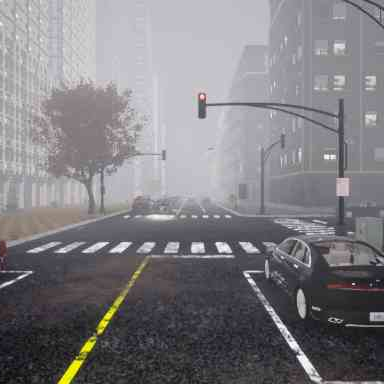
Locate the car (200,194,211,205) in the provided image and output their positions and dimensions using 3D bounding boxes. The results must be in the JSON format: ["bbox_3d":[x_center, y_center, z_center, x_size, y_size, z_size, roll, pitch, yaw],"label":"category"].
[{"bbox_3d":[2.610,1.610,61.425,1.947,1.339,4.313,0,0,0],"label":"car"}]

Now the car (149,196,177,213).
[{"bbox_3d":[-3.147,1.510,37.139,2.128,1.511,4.902,0,0,0],"label":"car"}]

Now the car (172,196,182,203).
[{"bbox_3d":[-3.093,1.533,68.938,1.882,1.535,5.008,0,0,0],"label":"car"}]

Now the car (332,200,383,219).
[{"bbox_3d":[13.391,1.350,26.366,4.403,1.369,2.008,-1,1,-1],"label":"car"}]

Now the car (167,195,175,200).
[{"bbox_3d":[-5.814,1.654,94.552,2.008,1.369,4.403,0,0,0],"label":"car"}]

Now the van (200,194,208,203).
[{"bbox_3d":[2.595,1.402,72.472,1.690,1.788,3.998,0,0,0],"label":"van"}]

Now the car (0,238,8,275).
[{"bbox_3d":[-5.701,1.545,6.936,1.887,1.381,4.507,0,0,0],"label":"car"}]

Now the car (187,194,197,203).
[{"bbox_3d":[-0.089,1.602,68.653,2.033,1.411,5.357,0,0,0],"label":"car"}]

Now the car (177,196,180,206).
[{"bbox_3d":[-3.159,1.630,47.412,1.895,1.301,4.718,0,0,0],"label":"car"}]

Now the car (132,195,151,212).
[{"bbox_3d":[-5.743,1.336,39.324,2.192,1.841,5.009,0,0,0],"label":"car"}]

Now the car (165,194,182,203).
[{"bbox_3d":[-3.154,1.517,57.751,1.882,1.535,5.008,0,0,0],"label":"car"}]

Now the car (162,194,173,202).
[{"bbox_3d":[-5.793,1.385,77.983,2.192,1.841,5.009,0,0,0],"label":"car"}]

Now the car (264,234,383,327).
[{"bbox_3d":[2.679,1.551,6.946,2.008,1.369,4.403,0,0,0],"label":"car"}]

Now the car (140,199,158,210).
[{"bbox_3d":[-5.750,1.592,44.847,1.947,1.339,4.313,0,0,0],"label":"car"}]

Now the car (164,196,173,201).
[{"bbox_3d":[-5.800,1.632,83.507,2.008,1.369,4.403,0,0,0],"label":"car"}]

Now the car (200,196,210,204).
[{"bbox_3d":[2.602,1.578,67.118,1.752,1.417,4.829,0,0,0],"label":"car"}]
